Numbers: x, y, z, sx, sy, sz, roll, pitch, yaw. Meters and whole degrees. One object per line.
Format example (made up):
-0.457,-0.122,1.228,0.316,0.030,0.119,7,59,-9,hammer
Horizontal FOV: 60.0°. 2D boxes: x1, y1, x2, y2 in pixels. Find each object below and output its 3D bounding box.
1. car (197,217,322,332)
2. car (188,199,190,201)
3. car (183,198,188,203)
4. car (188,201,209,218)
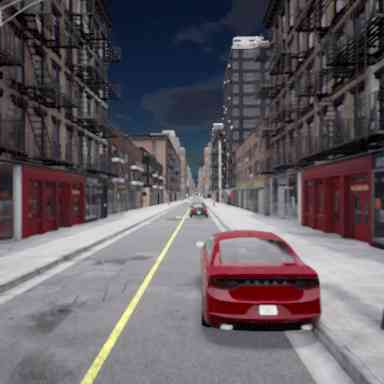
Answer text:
1.122,1.544,7.188,1.882,1.535,5.008,0,-1,1,car
0.835,1.956,44.869,2.128,1.511,4.902,0,-1,1,car
-1.275,2.328,82.240,1.812,1.442,4.674,0,-1,1,car
0.712,1.878,34.667,1.812,1.442,4.674,0,-1,1,car
